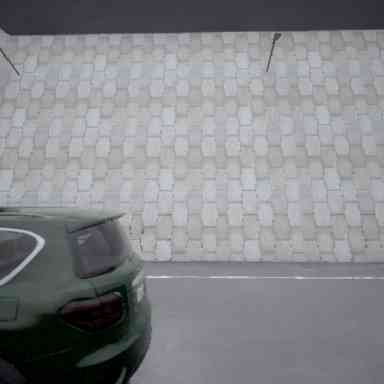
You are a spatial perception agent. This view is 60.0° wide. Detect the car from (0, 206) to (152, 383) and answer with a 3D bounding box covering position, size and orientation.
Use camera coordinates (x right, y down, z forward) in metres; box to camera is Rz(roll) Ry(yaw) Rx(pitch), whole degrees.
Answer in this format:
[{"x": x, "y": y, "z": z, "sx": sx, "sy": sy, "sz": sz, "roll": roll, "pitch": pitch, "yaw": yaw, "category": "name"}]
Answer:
[{"x": -3.244, "y": 1.217, "z": 3.696, "sx": 5.566, "sy": 2.045, "sz": 2.150, "roll": -1, "pitch": 0, "yaw": 1, "category": "car"}]
